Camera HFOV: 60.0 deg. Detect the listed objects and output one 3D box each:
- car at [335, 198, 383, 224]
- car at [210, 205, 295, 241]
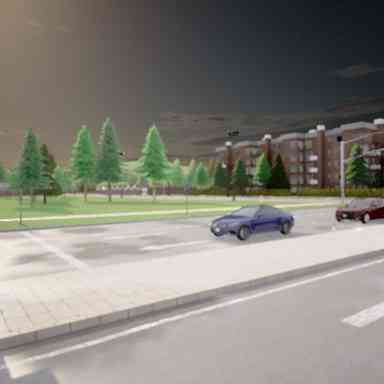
[{"bbox_3d":[11.439,1.153,21.920,5.008,1.535,1.882,-1,1,-35],"label":"car"},{"bbox_3d":[2.999,1.354,15.931,4.674,1.442,1.812,-1,1,-36],"label":"car"}]
